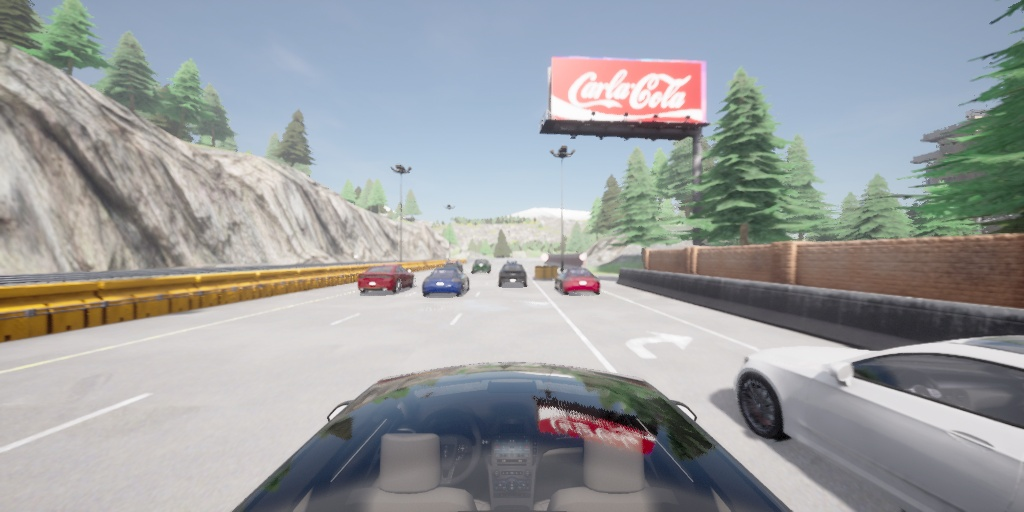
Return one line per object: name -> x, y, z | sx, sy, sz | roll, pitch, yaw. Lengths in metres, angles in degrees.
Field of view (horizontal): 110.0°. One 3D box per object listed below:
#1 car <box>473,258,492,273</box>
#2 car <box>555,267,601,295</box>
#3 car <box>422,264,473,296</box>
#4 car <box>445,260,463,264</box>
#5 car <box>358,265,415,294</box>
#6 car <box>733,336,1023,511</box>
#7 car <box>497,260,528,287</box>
car -> -3.510, 1.104, 42.634 | 2.097, 1.767, 4.553 | 0, 0, 0
car -> 3.559, 1.317, 19.992 | 1.994, 1.385, 4.181 | 0, 0, 0
car -> -3.440, 1.314, 19.221 | 1.994, 1.385, 4.181 | 0, 0, 0
car -> -7.010, 1.243, 43.079 | 2.128, 1.511, 4.902 | 0, 0, 0
car -> -6.941, 1.227, 20.284 | 1.882, 1.535, 5.008 | 0, 0, 0
car -> 3.605, 1.277, 2.415 | 1.812, 1.442, 4.674 | 0, 0, 0
car -> 0.046, 1.258, 24.809 | 1.837, 1.490, 4.892 | 0, 0, 0
